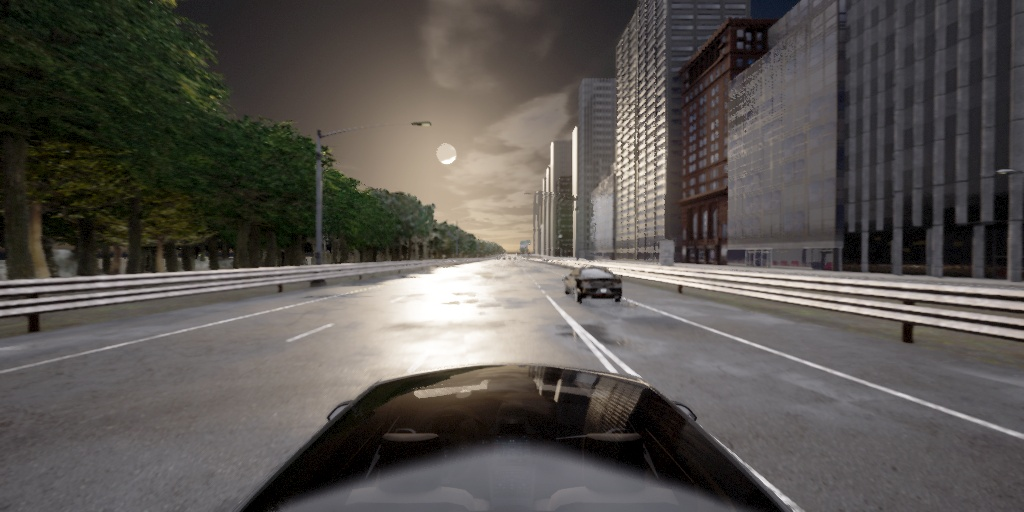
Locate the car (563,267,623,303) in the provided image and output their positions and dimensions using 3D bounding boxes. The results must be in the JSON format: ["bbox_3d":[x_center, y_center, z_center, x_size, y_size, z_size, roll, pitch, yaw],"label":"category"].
[{"bbox_3d":[3.635,1.238,16.835,1.882,1.535,5.008,0,0,-1],"label":"car"}]
